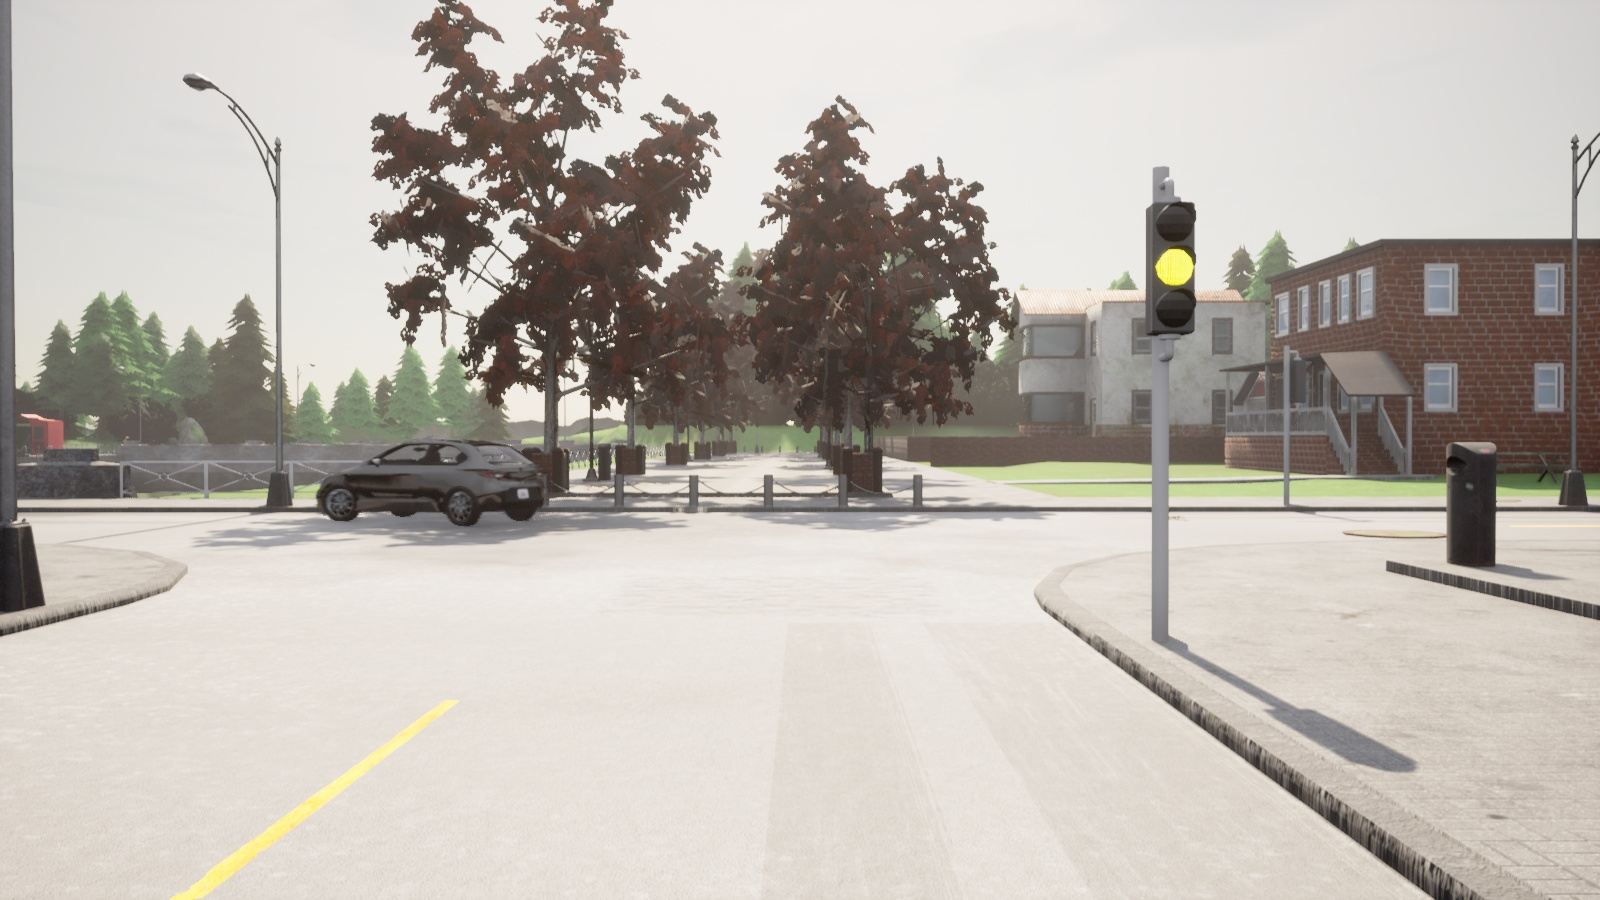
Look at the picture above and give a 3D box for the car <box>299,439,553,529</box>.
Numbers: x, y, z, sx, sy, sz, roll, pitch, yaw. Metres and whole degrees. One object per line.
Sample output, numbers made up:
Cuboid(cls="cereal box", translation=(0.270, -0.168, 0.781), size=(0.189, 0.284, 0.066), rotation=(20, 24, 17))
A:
Cuboid(cls="car", translation=(-6.652, 0.537, 22.305), size=(4.193, 1.474, 1.816), rotation=(0, 0, 25))
